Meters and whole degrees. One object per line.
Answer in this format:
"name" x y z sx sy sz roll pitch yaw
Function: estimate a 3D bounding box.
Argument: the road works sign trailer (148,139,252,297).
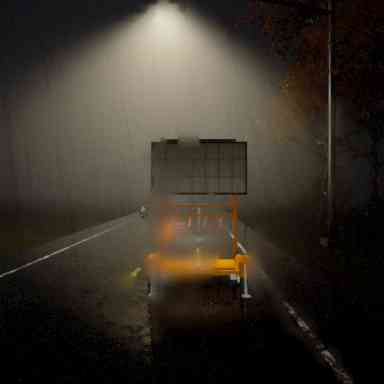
"road works sign trailer" 0.181 0.462 8.519 2.380 3.560 2.880 0 0 1

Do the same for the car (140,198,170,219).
"car" -3.109 1.341 28.482 2.097 1.767 4.553 0 0 1
